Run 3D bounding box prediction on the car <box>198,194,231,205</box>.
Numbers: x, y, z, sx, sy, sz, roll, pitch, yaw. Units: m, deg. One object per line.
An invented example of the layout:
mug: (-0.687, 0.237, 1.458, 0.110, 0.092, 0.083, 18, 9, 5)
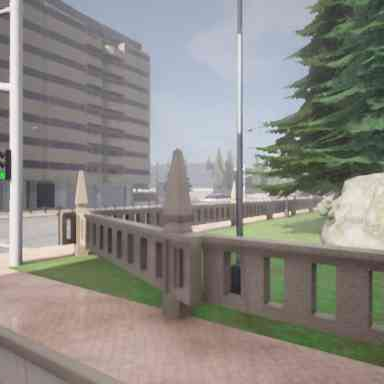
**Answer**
car: (2.996, 1.250, 42.678, 2.150, 2.045, 5.566, 0, 0, 35)
